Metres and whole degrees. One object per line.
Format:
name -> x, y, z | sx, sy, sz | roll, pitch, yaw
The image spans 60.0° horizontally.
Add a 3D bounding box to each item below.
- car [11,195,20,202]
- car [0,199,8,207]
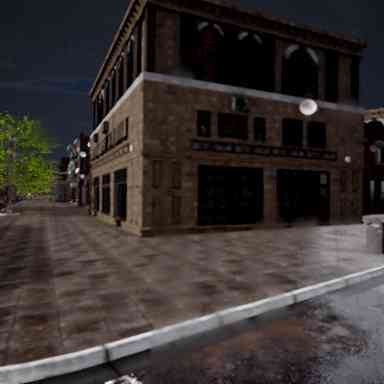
car -> -42.307, 1.528, 79.491 | 2.192, 1.841, 5.009 | 1, -1, -24
car -> -31.115, 1.754, 54.231 | 1.802, 1.307, 4.206 | 1, -1, -24
